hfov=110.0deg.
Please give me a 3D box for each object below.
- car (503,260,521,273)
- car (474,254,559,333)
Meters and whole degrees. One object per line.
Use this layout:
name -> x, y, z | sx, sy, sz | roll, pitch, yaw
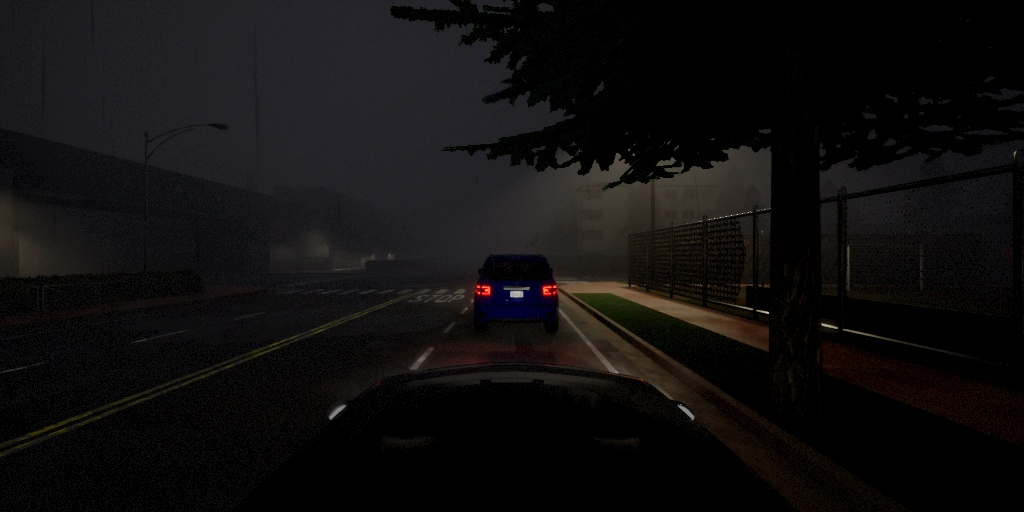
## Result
car -> 0.013, 1.241, 45.771 | 2.128, 1.511, 4.902 | 0, 0, 0
car -> 0.113, 0.972, 10.933 | 2.150, 2.045, 5.566 | 0, 0, 0
